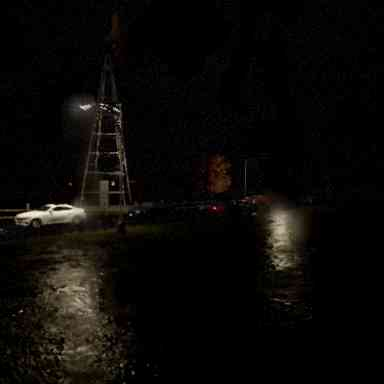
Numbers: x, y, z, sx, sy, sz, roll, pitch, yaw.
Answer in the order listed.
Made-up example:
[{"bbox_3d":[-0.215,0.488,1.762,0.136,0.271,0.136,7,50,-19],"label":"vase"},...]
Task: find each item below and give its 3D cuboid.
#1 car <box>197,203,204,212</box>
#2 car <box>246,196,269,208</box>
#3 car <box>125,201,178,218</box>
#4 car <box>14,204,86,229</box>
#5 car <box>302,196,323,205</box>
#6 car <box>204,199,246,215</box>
[{"bbox_3d":[2.485,1.503,38.230,1.812,1.442,4.674,1,0,38],"label":"car"},{"bbox_3d":[8.852,1.291,46.333,2.097,1.767,4.553,1,1,39],"label":"car"},{"bbox_3d":[-3.574,1.560,30.363,2.033,1.411,5.357,1,1,38],"label":"car"},{"bbox_3d":[-9.493,1.572,22.643,1.812,1.442,4.674,1,1,39],"label":"car"},{"bbox_3d":[20.357,1.460,56.181,2.033,1.411,5.357,1,1,40],"label":"car"},{"bbox_3d":[3.502,1.570,34.751,1.994,1.385,4.181,1,1,38],"label":"car"}]
